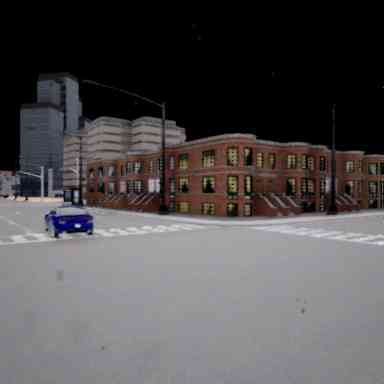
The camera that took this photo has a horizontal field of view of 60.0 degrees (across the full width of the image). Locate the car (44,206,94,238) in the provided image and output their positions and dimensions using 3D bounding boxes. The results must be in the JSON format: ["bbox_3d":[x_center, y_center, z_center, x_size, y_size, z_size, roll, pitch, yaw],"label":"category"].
[{"bbox_3d":[-6.782,1.482,18.134,1.882,1.535,5.008,0,0,-31],"label":"car"}]
